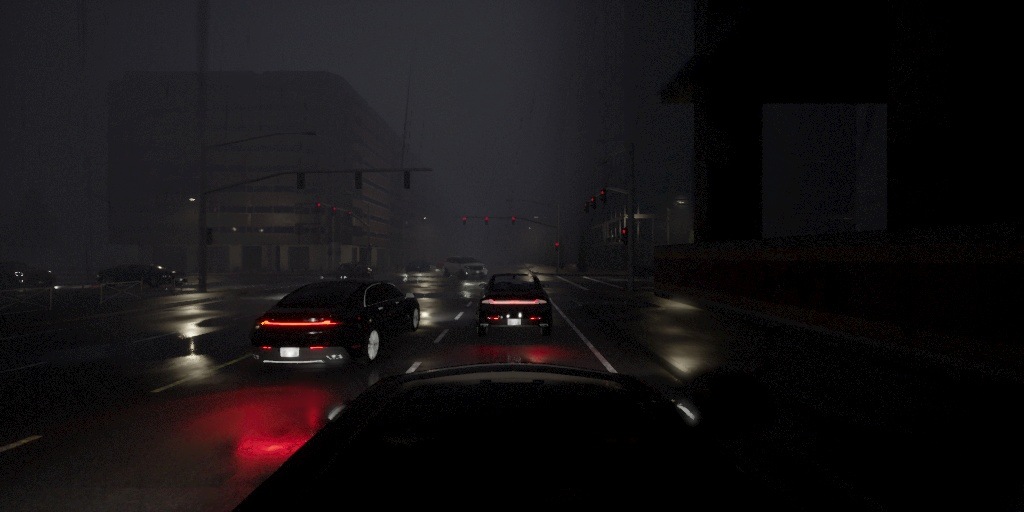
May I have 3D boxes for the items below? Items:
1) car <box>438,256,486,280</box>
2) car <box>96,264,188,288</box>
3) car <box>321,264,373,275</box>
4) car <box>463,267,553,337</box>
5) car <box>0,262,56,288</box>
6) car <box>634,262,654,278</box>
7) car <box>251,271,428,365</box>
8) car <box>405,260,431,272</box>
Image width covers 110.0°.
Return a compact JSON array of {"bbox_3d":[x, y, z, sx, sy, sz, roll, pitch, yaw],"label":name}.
[{"bbox_3d":[-4.405,0.995,32.536,2.150,2.045,5.566,-1,1,-33],"label":"car"},{"bbox_3d":[-24.325,1.297,23.697,4.902,1.511,2.128,0,0,0],"label":"car"},{"bbox_3d":[-10.694,1.266,23.467,2.128,1.511,4.902,0,0,-1],"label":"car"},{"bbox_3d":[0.060,1.242,10.337,2.128,1.511,4.902,0,0,0],"label":"car"},{"bbox_3d":[-33.392,1.157,23.716,4.553,1.767,2.097,0,0,0],"label":"car"},{"bbox_3d":[13.951,1.297,34.326,4.902,1.511,2.128,0,0,0],"label":"car"},{"bbox_3d":[-3.451,1.255,8.018,1.837,1.490,4.892,0,0,0],"label":"car"},{"bbox_3d":[-11.207,1.228,42.895,1.882,1.535,5.008,0,0,4],"label":"car"}]
